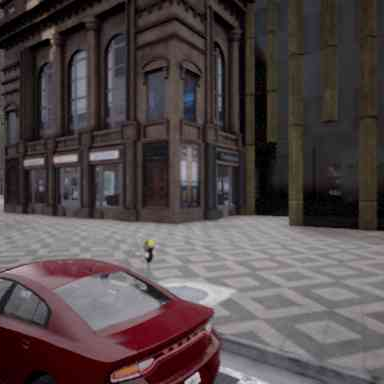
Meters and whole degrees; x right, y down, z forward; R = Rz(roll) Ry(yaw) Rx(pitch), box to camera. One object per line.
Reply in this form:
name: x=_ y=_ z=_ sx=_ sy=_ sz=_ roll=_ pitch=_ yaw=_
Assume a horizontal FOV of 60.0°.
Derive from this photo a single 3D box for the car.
car: x=-1.813 y=1.543 z=4.256 sx=4.507 sy=1.381 sz=1.887 roll=0 pitch=0 yaw=35
